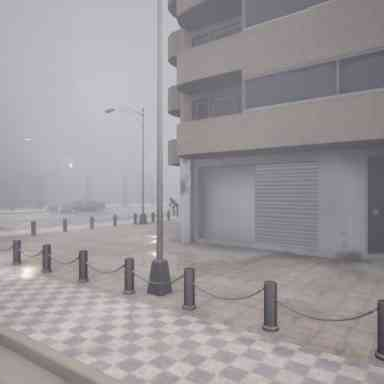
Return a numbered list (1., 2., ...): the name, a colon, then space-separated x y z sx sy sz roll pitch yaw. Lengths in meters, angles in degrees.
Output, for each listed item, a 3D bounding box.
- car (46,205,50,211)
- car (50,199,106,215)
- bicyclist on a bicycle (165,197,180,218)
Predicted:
1. car: -12.981 1.542 35.398 1.895 1.301 4.718 0 0 36
2. car: -10.747 1.433 32.516 2.128 1.511 4.902 0 0 36
3. bicyclist on a bicycle: -1.539 1.244 26.504 1.656 1.620 0.582 0 0 36
